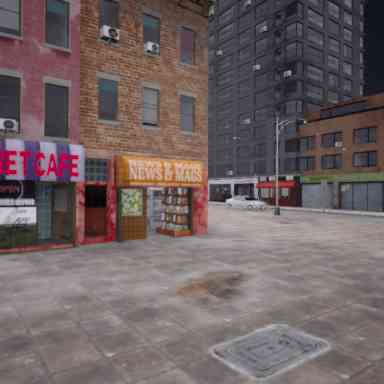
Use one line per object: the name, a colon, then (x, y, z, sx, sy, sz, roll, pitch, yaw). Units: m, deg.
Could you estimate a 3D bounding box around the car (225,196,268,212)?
car: (5.151, 1.112, 32.133, 1.812, 1.442, 4.674, 1, 1, -35)
